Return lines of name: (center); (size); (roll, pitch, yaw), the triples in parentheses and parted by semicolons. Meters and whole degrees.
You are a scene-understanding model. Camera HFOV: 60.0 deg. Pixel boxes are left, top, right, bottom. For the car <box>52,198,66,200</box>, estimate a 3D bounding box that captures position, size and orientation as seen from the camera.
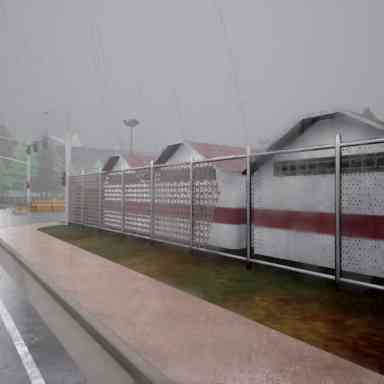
car: (-17.026, 1.504, 42.409); (4.892, 1.490, 1.837); (0, 0, -38)
